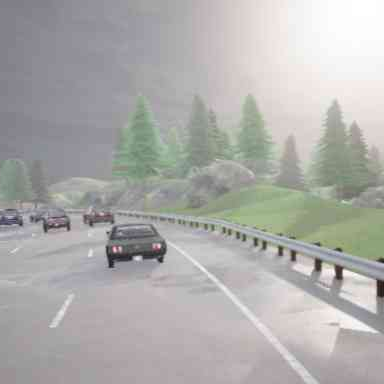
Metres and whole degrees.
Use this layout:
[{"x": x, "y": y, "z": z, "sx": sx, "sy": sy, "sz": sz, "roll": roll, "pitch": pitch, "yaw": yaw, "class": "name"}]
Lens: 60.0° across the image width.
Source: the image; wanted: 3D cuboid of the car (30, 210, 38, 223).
[{"x": -17.329, "y": 2.696, "z": 38.310, "sx": 1.994, "sy": 1.385, "sz": 4.181, "roll": -3, "pitch": 0, "yaw": -33, "class": "car"}]

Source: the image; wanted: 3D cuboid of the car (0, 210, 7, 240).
[{"x": -9.732, "y": 1.814, "z": 13.590, "sx": 2.150, "sy": 2.045, "sz": 5.566, "roll": -3, "pitch": 0, "yaw": -15, "class": "car"}]

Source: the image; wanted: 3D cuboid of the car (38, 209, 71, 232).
[{"x": -10.543, "y": 2.194, "z": 25.864, "sx": 2.128, "sy": 1.511, "sz": 4.902, "roll": -3, "pitch": 0, "yaw": -23, "class": "car"}]

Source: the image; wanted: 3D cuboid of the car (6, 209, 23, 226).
[{"x": -17.864, "y": 2.482, "z": 32.617, "sx": 2.097, "sy": 1.767, "sz": 4.553, "roll": -3, "pitch": 0, "yaw": -30, "class": "car"}]

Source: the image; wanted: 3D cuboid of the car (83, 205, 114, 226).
[{"x": -8.303, "y": 1.952, "z": 29.356, "sx": 2.097, "sy": 1.767, "sz": 4.553, "roll": -3, "pitch": 0, "yaw": -25, "class": "car"}]

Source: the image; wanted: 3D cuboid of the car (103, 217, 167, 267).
[{"x": -2.209, "y": 1.784, "z": 12.376, "sx": 1.895, "sy": 1.301, "sz": 4.718, "roll": -3, "pitch": 0, "yaw": -14, "class": "car"}]
